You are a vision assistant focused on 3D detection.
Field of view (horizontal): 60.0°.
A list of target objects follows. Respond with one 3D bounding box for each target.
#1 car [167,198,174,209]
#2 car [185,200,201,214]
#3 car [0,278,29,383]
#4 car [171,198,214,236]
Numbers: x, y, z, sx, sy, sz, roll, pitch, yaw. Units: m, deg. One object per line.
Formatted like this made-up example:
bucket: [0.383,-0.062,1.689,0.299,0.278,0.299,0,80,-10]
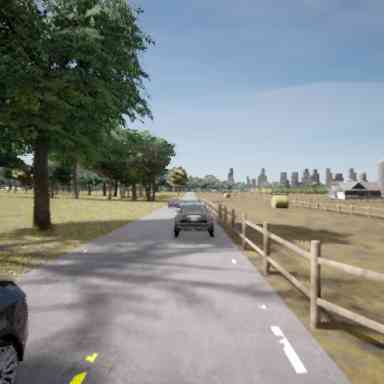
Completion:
car: [-2.738,1.748,51.317,1.837,1.490,4.892,0,-1,0]
car: [0.118,1.671,39.020,1.837,1.490,4.892,0,0,0]
car: [-2.851,1.494,2.008,2.128,1.511,4.902,0,0,0]
car: [0.105,1.402,19.015,2.097,1.767,4.553,0,0,0]
